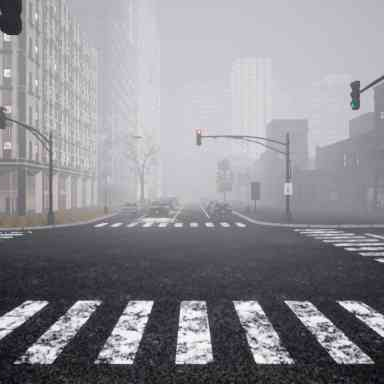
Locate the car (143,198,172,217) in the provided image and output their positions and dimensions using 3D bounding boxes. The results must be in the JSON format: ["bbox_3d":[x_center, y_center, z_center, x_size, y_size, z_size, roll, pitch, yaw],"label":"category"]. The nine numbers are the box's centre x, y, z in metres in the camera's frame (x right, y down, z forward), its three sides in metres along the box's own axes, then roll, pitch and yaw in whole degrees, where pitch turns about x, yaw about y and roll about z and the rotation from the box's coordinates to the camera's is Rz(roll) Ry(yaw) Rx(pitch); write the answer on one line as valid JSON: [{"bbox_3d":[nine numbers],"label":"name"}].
[{"bbox_3d":[-3.136,1.573,31.036,1.994,1.385,4.181,0,0,-2],"label":"car"}]

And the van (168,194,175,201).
[{"bbox_3d":[-5.743,1.414,91.805,1.690,1.788,3.998,0,0,0],"label":"van"}]

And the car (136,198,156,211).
[{"bbox_3d":[-5.714,1.541,41.767,1.752,1.417,4.829,0,0,0],"label":"car"}]

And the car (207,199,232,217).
[{"bbox_3d":[2.674,1.554,30.860,1.887,1.381,4.507,0,0,0],"label":"car"}]

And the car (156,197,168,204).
[{"bbox_3d":[-5.727,1.600,64.101,1.947,1.339,4.313,0,0,0],"label":"car"}]

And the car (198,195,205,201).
[{"bbox_3d":[2.637,1.639,91.810,1.947,1.339,4.313,0,0,0],"label":"car"}]

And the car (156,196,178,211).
[{"bbox_3d":[-3.121,1.579,40.999,1.994,1.385,4.181,0,0,0],"label":"car"}]

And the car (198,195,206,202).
[{"bbox_3d":[2.647,1.600,75.187,2.008,1.369,4.403,0,0,0],"label":"car"}]

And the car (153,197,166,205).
[{"bbox_3d":[-5.724,1.594,58.559,1.947,1.339,4.313,0,0,0],"label":"car"}]

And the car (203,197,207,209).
[{"bbox_3d":[2.667,1.598,41.943,1.802,1.307,4.206,0,0,0],"label":"car"}]

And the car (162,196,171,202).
[{"bbox_3d":[-5.734,1.631,75.181,1.802,1.307,4.206,0,0,0],"label":"car"}]

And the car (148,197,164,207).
[{"bbox_3d":[-5.720,1.575,53.019,2.008,1.369,4.403,0,0,0],"label":"car"}]

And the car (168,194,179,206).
[{"bbox_3d":[-3.113,1.502,54.226,1.882,1.535,5.008,0,0,0],"label":"car"}]

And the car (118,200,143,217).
[{"bbox_3d":[-5.707,1.591,30.855,1.802,1.307,4.206,0,0,0],"label":"car"}]
